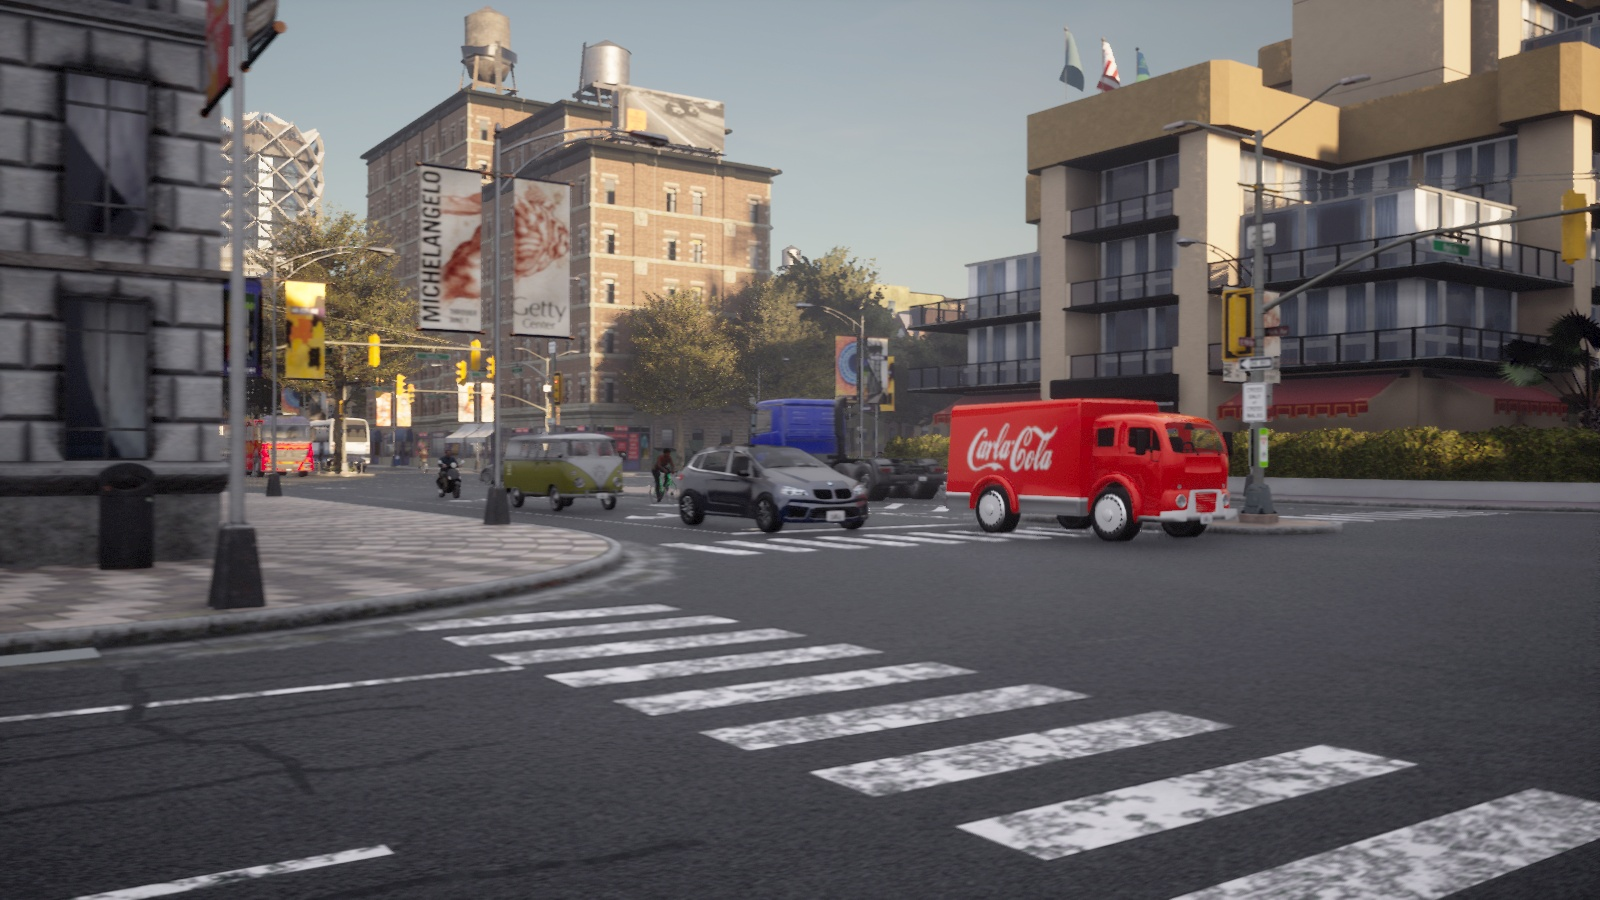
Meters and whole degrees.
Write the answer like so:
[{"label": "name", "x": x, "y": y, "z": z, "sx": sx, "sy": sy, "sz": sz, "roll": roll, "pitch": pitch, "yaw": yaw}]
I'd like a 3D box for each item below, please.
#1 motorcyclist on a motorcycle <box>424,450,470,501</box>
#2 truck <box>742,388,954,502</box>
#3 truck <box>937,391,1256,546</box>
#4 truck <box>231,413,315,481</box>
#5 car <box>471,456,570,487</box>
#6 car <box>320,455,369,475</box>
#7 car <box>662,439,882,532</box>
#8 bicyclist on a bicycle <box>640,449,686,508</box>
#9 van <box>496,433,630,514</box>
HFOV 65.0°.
[{"label": "motorcyclist on a motorcycle", "x": -11.327, "y": 0.815, "z": 40.255, "sx": 0.866, "sy": 1.590, "sz": 1.817, "roll": 0, "pitch": -2, "yaw": -35}, {"label": "truck", "x": 1.404, "y": -0.143, "z": 42.154, "sx": 2.891, "sy": 3.462, "sz": 7.936, "roll": 0, "pitch": 0, "yaw": -35}, {"label": "truck", "x": 5.229, "y": 0.300, "z": 22.853, "sx": 2.627, "sy": 2.467, "sz": 5.204, "roll": 0, "pitch": 0, "yaw": -35}, {"label": "truck", "x": -31.560, "y": -0.175, "z": 75.025, "sx": 2.891, "sy": 3.827, "sz": 8.468, "roll": 0, "pitch": 0, "yaw": -35}, {"label": "car", "x": -12.915, "y": 0.972, "z": 57.977, "sx": 4.181, "sy": 1.385, "sz": 1.994, "roll": 0, "pitch": 0, "yaw": 28}, {"label": "car", "x": -33.022, "y": 1.077, "z": 90.982, "sx": 2.033, "sy": 1.411, "sz": 5.357, "roll": 0, "pitch": 0, "yaw": -35}, {"label": "car", "x": -0.676, "y": 0.649, "z": 25.155, "sx": 2.242, "sy": 1.667, "sz": 4.611, "roll": 0, "pitch": 0, "yaw": -34}, {"label": "bicyclist on a bicycle", "x": -3.907, "y": 0.789, "z": 35.805, "sx": 0.582, "sy": 1.620, "sz": 1.656, "roll": 0, "pitch": 0, "yaw": -35}, {"label": "van", "x": -6.334, "y": 0.589, "z": 33.173, "sx": 1.775, "sy": 1.987, "sz": 4.442, "roll": 0, "pitch": 0, "yaw": -35}]
